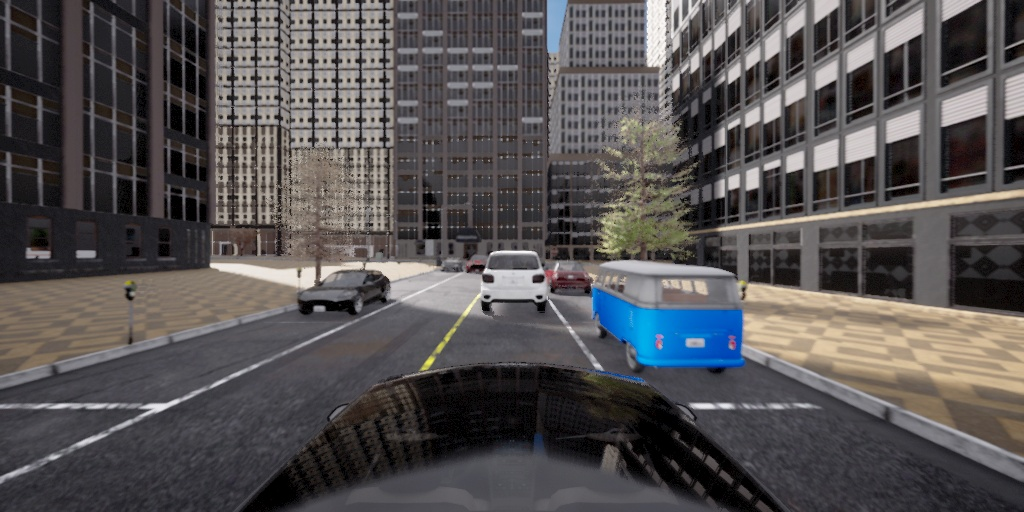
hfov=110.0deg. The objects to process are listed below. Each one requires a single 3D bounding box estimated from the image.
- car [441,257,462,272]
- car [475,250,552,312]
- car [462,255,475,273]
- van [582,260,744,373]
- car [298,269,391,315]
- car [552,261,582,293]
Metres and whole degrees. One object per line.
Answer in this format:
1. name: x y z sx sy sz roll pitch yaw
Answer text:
1. car: -5.828 0.810 35.345 2.007 1.370 4.403 0 0 0
2. car: 0.093 0.803 13.478 2.150 2.045 5.566 0 1 1
3. car: -3.020 0.639 33.403 2.097 1.767 4.553 0 1 0
4. van: 2.691 1.012 7.132 1.690 1.789 3.998 0 0 0
5. car: -5.693 1.155 12.778 1.948 1.339 4.313 0 0 0
6. car: 2.687 0.948 18.414 1.967 1.591 4.097 0 0 0
